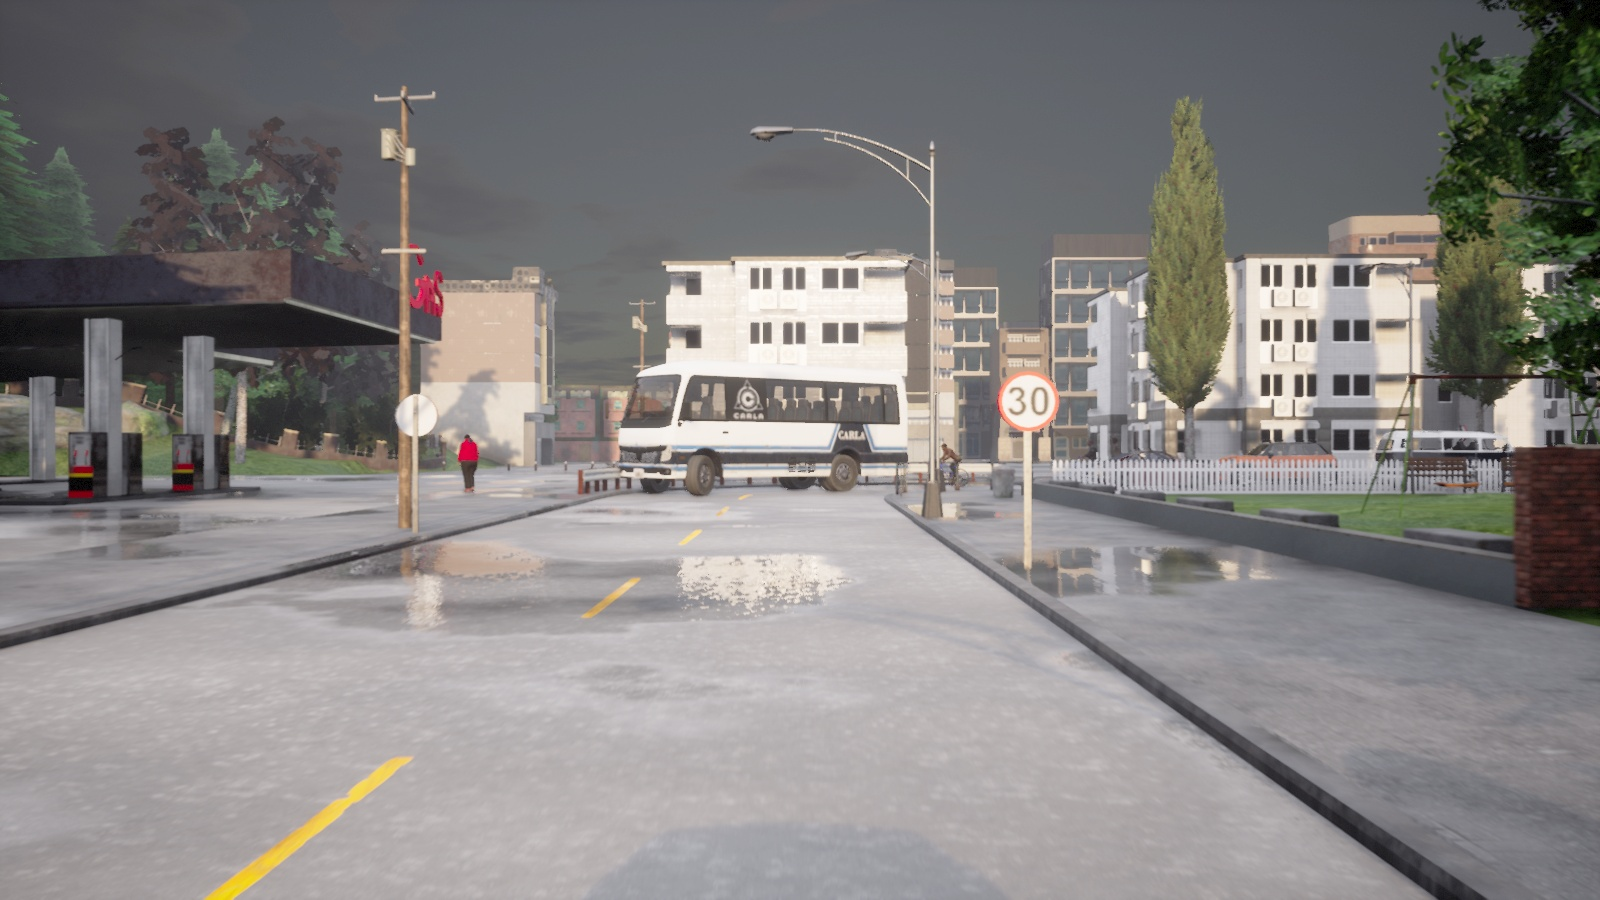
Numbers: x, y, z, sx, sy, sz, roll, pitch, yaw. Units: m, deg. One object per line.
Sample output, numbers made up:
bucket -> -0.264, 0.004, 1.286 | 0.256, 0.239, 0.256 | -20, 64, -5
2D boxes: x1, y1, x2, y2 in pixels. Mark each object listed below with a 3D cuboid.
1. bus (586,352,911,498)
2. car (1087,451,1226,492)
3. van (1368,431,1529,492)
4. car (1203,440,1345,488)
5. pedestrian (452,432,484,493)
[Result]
bus -> -1.492, -0.725, 41.331 | 10.273, 4.253, 3.944 | 0, 0, -38
car -> 12.224, 0.727, 43.236 | 4.181, 1.385, 1.994 | 0, 0, -1
van -> 22.218, 0.396, 43.155 | 4.480, 2.038, 2.069 | 0, 0, 0
car -> 17.765, 0.519, 47.189 | 4.553, 1.767, 2.097 | 0, 0, 0
pedestrian -> -10.257, 0.375, 38.799 | 0.634, 1.844, 0.899 | 0, 0, -38
